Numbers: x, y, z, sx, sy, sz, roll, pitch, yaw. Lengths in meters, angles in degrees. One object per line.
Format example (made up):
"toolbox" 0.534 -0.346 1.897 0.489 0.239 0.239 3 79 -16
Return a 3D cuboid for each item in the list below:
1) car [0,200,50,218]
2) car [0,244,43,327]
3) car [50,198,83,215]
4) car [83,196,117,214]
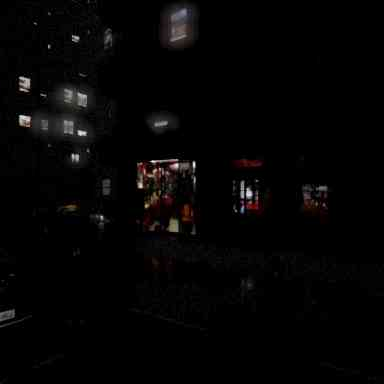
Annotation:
"car" -13.999 1.350 26.092 2.008 1.369 4.403 1 1 35
"car" -4.463 1.551 6.069 4.403 1.369 2.008 0 0 36
"car" -10.904 1.250 30.513 1.752 1.417 4.829 1 1 35
"car" -7.315 1.194 31.140 1.837 1.490 4.892 0 1 35
